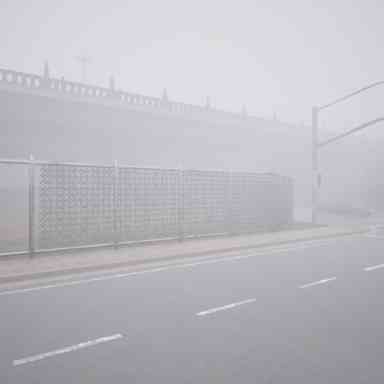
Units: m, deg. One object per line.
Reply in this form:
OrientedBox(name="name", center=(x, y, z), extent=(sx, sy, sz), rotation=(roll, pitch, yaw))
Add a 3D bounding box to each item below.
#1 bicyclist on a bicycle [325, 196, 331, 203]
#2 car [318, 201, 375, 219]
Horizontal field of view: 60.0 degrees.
OrientedBox(name="bicyclist on a bicycle", center=(17.735, 1.356, 43.290), extent=(1.656, 1.620, 0.582), rotation=(0, 0, -36))
OrientedBox(name="car", center=(13.799, 1.547, 30.039), extent=(2.128, 1.511, 4.902), rotation=(0, 0, -37))
